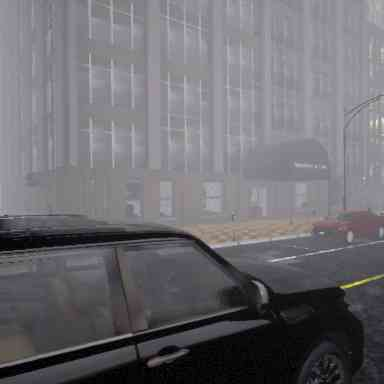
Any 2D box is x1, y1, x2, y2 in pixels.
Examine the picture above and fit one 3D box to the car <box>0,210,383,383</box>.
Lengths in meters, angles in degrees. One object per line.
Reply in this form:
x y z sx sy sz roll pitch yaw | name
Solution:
-0.833 1.224 2.841 5.566 2.045 2.150 0 0 -35 | car
